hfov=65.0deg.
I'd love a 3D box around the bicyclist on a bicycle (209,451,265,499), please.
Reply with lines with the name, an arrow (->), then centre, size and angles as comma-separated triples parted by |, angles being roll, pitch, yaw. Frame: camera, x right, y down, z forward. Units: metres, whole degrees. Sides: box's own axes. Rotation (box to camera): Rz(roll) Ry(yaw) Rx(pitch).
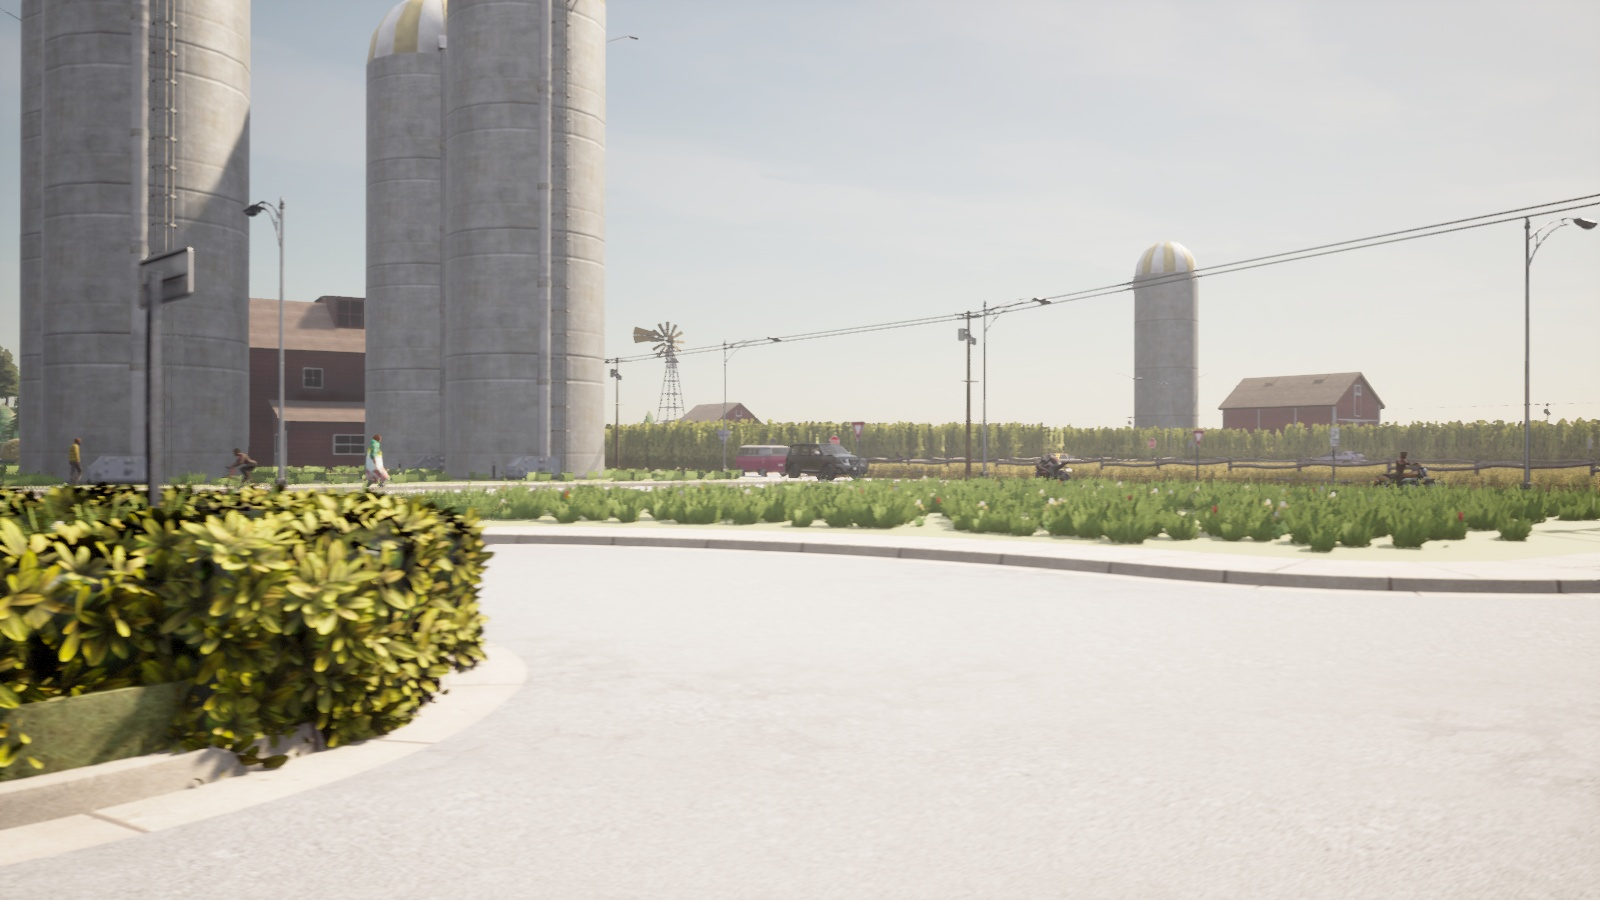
bicyclist on a bicycle -> -19.364, 0.844, 43.184 | 1.656, 1.620, 0.582 | 0, 0, -36

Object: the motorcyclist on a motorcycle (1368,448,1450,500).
motorcyclist on a motorcycle -> 19.916, 0.754, 41.109 | 0.766, 1.649, 2.350 | 0, 0, -34

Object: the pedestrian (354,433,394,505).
pedestrian -> -11.599, 0.508, 34.173 | 0.873, 1.952, 0.659 | 0, 0, -36

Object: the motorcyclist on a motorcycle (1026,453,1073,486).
motorcyclist on a motorcycle -> 11.731, 0.900, 59.051 | 0.866, 1.530, 2.191 | 0, 0, -35

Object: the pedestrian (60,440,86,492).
pedestrian -> -25.892, 0.564, 44.709 | 0.370, 1.835, 0.726 | 0, 0, 42

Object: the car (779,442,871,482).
car -> 1.294, 0.627, 67.970 | 2.150, 2.045, 5.566 | 0, 0, -35

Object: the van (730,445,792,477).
van -> -2.502, 0.698, 79.625 | 1.775, 1.987, 4.442 | 0, 0, -34
